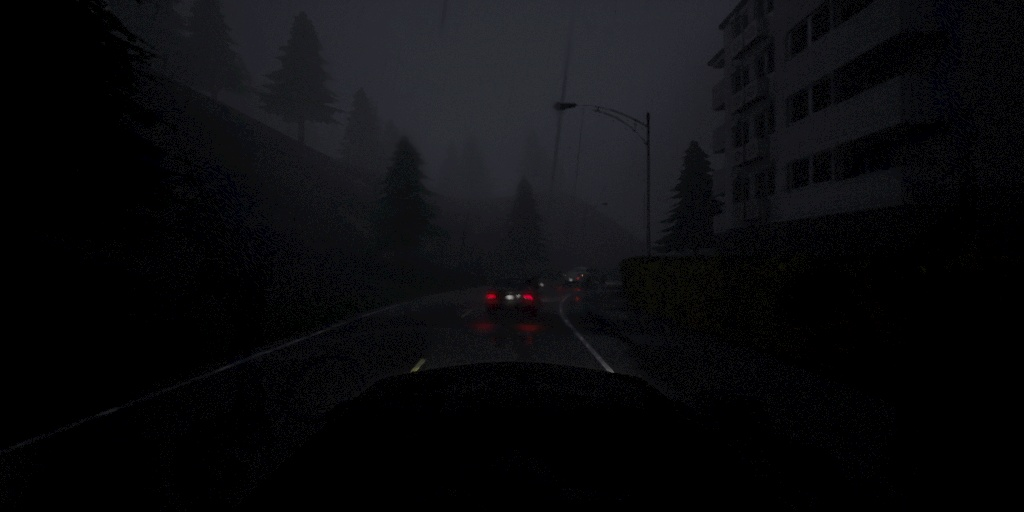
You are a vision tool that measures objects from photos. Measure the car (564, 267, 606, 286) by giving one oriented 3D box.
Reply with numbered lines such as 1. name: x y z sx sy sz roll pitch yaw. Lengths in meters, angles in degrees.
1. car: 5.818 1.563 28.460 1.812 1.442 4.674 -1 -1 38

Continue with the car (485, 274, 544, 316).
1. car: 0.231 1.432 14.226 2.033 1.411 5.357 0 -1 7
